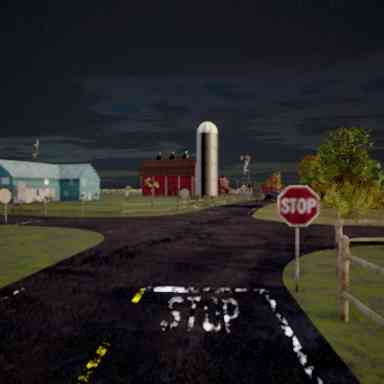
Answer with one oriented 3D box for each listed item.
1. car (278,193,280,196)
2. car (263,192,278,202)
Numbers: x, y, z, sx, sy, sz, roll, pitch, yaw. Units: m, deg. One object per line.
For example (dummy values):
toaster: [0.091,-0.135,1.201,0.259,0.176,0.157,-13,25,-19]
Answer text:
car: [18.810,0.780,75.292,2.097,1.767,4.553,0,0,20]
car: [15.237,1.121,65.534,1.837,1.490,4.892,0,0,20]
